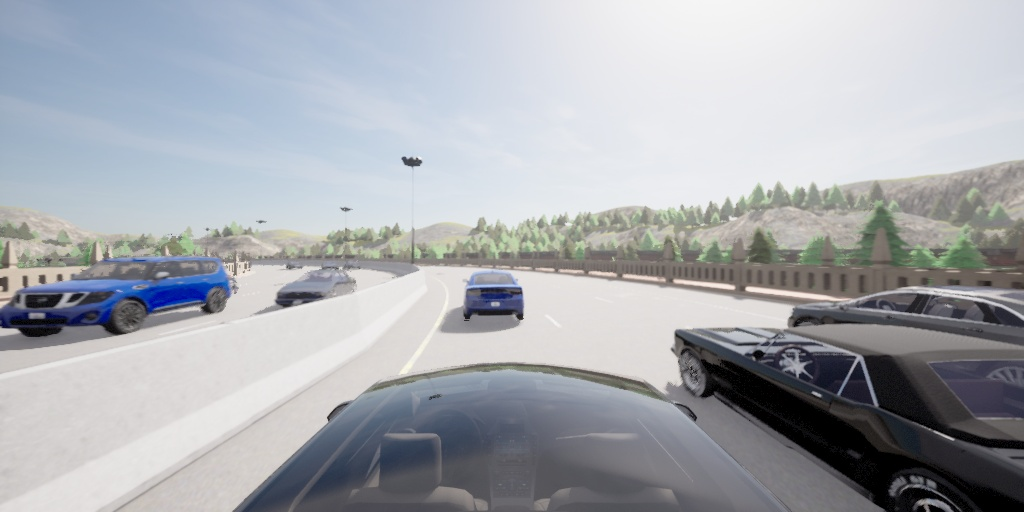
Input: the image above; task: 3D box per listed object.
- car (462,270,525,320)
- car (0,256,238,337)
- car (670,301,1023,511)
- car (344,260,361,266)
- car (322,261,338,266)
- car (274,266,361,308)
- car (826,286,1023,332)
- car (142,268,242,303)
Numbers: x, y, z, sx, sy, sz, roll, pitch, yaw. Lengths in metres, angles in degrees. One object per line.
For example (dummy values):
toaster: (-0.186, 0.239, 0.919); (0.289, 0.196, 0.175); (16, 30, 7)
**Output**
car: (-0.738, 1.239, 12.774); (1.882, 1.535, 5.008); (0, 0, -6)
car: (-11.241, 1.026, 10.981); (2.150, 2.045, 5.566); (0, 0, -7)
car: (3.457, 1.338, 3.552); (1.895, 1.301, 4.718); (0, 0, -1)
car: (-24.850, 1.384, 55.750); (2.128, 1.511, 4.902); (0, 0, -35)
car: (-26.542, 1.445, 52.139); (2.033, 1.411, 5.357); (0, 0, -33)
car: (-8.374, 1.343, 15.946); (2.033, 1.411, 5.357); (0, 0, -9)
car: (6.832, 1.216, 5.657); (2.128, 1.511, 4.902); (0, 0, -3)
car: (-15.984, 1.394, 18.261); (1.994, 1.385, 4.181); (0, 0, -12)
